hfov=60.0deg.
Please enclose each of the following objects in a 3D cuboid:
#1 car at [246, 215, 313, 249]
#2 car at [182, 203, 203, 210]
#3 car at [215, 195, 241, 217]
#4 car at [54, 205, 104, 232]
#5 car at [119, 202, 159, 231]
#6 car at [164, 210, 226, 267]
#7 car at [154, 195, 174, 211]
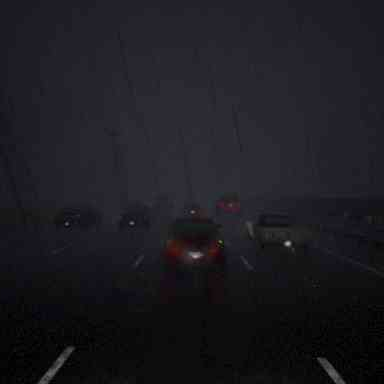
[{"bbox_3d":[3.584,1.641,14.663,1.895,1.301,4.718,0,0,0],"label":"car"},{"bbox_3d":[0.066,1.681,30.330,1.994,1.385,4.181,0,0,0],"label":"car"},{"bbox_3d":[3.548,1.351,33.277,2.150,2.045,5.566,0,0,-1],"label":"car"},{"bbox_3d":[-6.924,1.566,20.839,2.128,1.511,4.902,0,0,0],"label":"car"},{"bbox_3d":[-3.427,1.600,21.253,1.812,1.442,4.674,0,0,0],"label":"car"},{"bbox_3d":[0.089,1.552,11.339,1.812,1.442,4.674,0,0,0],"label":"car"},{"bbox_3d":[-3.448,1.392,40.700,2.150,2.045,5.566,0,0,0],"label":"car"}]
